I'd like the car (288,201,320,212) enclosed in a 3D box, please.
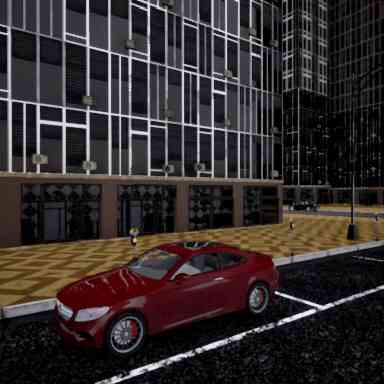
[{"bbox_3d":[15.182,1.891,45.290,2.008,1.369,4.403,-1,0,-36],"label":"car"}]

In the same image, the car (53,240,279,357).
[{"bbox_3d":[-0.209,1.581,5.951,4.206,1.307,1.802,0,0,-35],"label":"car"}]
